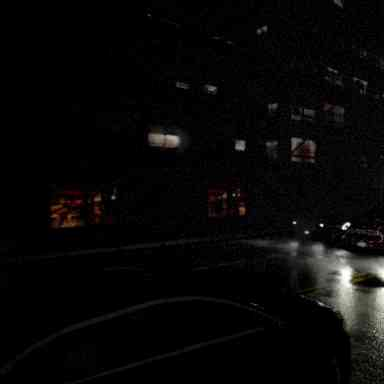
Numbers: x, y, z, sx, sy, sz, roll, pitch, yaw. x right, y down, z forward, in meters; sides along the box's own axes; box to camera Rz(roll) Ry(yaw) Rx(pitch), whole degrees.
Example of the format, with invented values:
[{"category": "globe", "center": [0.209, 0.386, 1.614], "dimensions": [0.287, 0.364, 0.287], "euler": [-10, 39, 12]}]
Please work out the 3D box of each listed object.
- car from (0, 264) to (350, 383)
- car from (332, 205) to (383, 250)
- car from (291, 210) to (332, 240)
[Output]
[{"category": "car", "center": [-0.435, 1.490, 3.132], "dimensions": [4.902, 1.511, 2.128], "euler": [0, 0, -36]}, {"category": "car", "center": [8.040, 1.336, 13.544], "dimensions": [4.553, 1.767, 2.097], "euler": [0, 0, -36]}, {"category": "car", "center": [7.170, 1.584, 16.931], "dimensions": [4.718, 1.301, 1.895], "euler": [0, 0, -37]}]
